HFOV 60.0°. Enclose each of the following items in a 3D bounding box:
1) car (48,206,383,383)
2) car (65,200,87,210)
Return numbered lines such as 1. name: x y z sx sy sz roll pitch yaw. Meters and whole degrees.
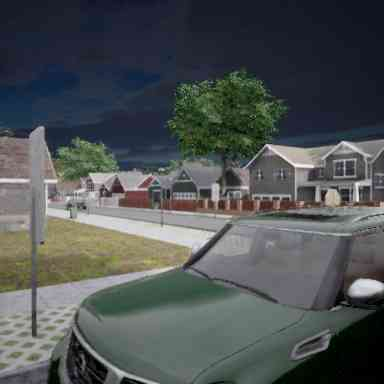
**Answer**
1. car: 1.367 1.237 3.923 5.566 2.045 2.150 0 0 -36
2. car: -16.871 1.839 48.197 2.033 1.411 5.357 0 0 -35
